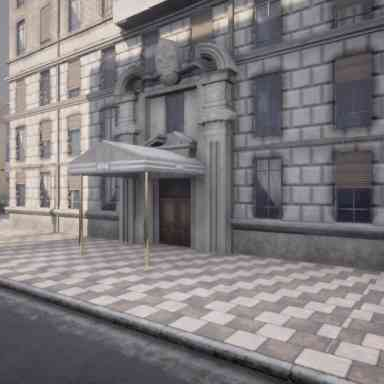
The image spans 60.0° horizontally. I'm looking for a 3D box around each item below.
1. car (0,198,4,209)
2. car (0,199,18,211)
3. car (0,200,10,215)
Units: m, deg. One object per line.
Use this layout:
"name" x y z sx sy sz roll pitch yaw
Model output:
"car" -26.934 1.526 42.466 1.812 1.442 4.674 0 0 35
"car" -24.060 1.601 40.470 1.895 1.301 4.718 0 0 35
"car" -20.288 1.221 31.589 2.150 2.045 5.566 0 0 35
